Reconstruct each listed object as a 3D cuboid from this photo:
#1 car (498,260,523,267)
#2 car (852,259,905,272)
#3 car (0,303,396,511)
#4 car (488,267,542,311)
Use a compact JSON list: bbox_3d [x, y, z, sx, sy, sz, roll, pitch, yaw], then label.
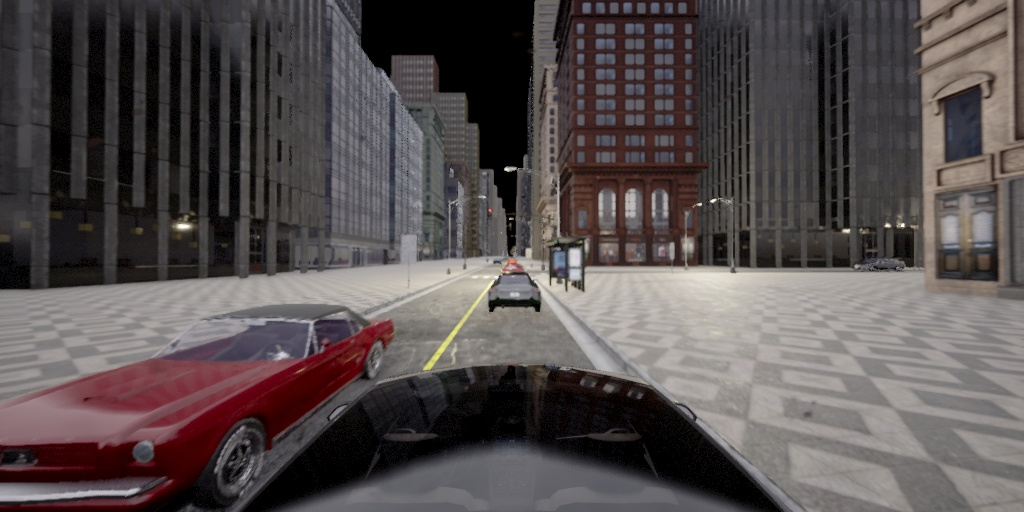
[{"bbox_3d":[0.110,1.254,26.822,1.812,1.442,4.674,0,0,1],"label":"car"},{"bbox_3d":[41.756,1.053,40.884,4.902,1.511,2.128,0,-1,1],"label":"car"},{"bbox_3d":[-3.101,1.351,4.458,1.895,1.301,4.718,0,0,0],"label":"car"},{"bbox_3d":[0.096,1.308,14.361,1.994,1.385,4.181,0,0,0],"label":"car"}]
